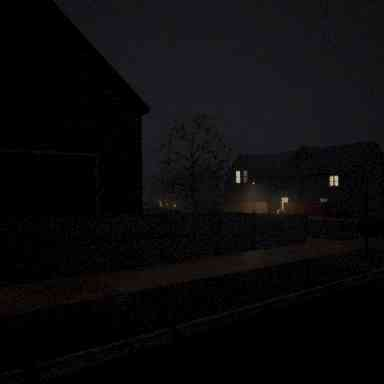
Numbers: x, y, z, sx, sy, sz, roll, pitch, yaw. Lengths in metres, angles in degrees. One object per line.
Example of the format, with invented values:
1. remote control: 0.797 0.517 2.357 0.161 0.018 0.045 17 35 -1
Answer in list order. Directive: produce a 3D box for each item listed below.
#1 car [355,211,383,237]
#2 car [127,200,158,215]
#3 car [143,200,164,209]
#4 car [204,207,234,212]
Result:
1. car: 10.659 1.696 16.973 1.812 1.442 4.674 -1 -1 -26
2. car: -7.291 2.192 48.099 2.150 2.045 5.566 -1 -1 -35
3. car: -5.496 2.065 40.584 2.150 2.045 5.566 -1 -1 -36
4. car: 2.449 2.066 29.390 2.033 1.411 5.357 -1 -1 -36
